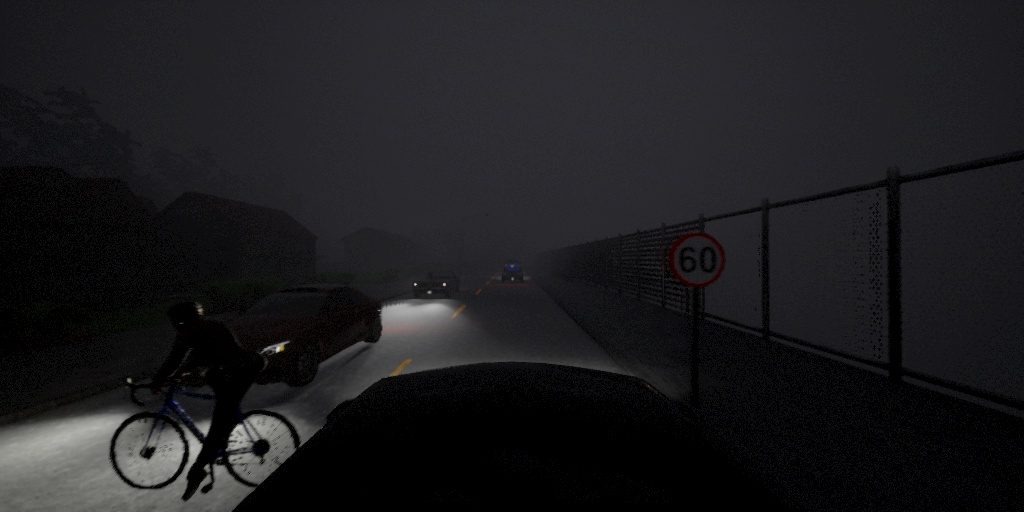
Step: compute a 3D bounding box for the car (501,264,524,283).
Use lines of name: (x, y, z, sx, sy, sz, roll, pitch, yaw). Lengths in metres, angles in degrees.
car: (0.064, 1.623, 31.667, 1.895, 1.301, 4.718, 0, -1, 0)

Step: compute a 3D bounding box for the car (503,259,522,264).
car: (0.047, 1.366, 45.191, 2.150, 2.045, 5.566, 0, 0, 0)

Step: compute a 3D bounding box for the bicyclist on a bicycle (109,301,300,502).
bicyclist on a bicycle: (-2.660, 1.216, 3.099, 1.656, 1.620, 0.582, -1, -1, 0)

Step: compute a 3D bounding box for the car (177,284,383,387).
car: (-4.097, 1.326, 7.194, 1.812, 1.442, 4.674, 0, 0, 0)

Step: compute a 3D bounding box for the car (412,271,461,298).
car: (-4.088, 1.517, 20.026, 1.895, 1.301, 4.718, 0, -1, 0)
